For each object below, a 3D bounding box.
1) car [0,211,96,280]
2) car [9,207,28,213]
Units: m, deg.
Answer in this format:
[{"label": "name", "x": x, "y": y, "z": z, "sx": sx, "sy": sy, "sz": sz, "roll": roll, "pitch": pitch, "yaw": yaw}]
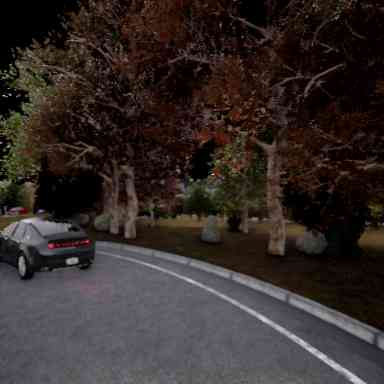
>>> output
[{"label": "car", "x": -4.763, "y": 1.561, "z": 10.348, "sx": 1.837, "sy": 1.490, "sz": 4.892, "roll": -1, "pitch": 0, "yaw": -44}, {"label": "car", "x": -32.503, "y": 3.812, "z": 62.505, "sx": 2.150, "sy": 2.045, "sz": 5.566, "roll": -1, "pitch": -5, "yaw": -12}]
